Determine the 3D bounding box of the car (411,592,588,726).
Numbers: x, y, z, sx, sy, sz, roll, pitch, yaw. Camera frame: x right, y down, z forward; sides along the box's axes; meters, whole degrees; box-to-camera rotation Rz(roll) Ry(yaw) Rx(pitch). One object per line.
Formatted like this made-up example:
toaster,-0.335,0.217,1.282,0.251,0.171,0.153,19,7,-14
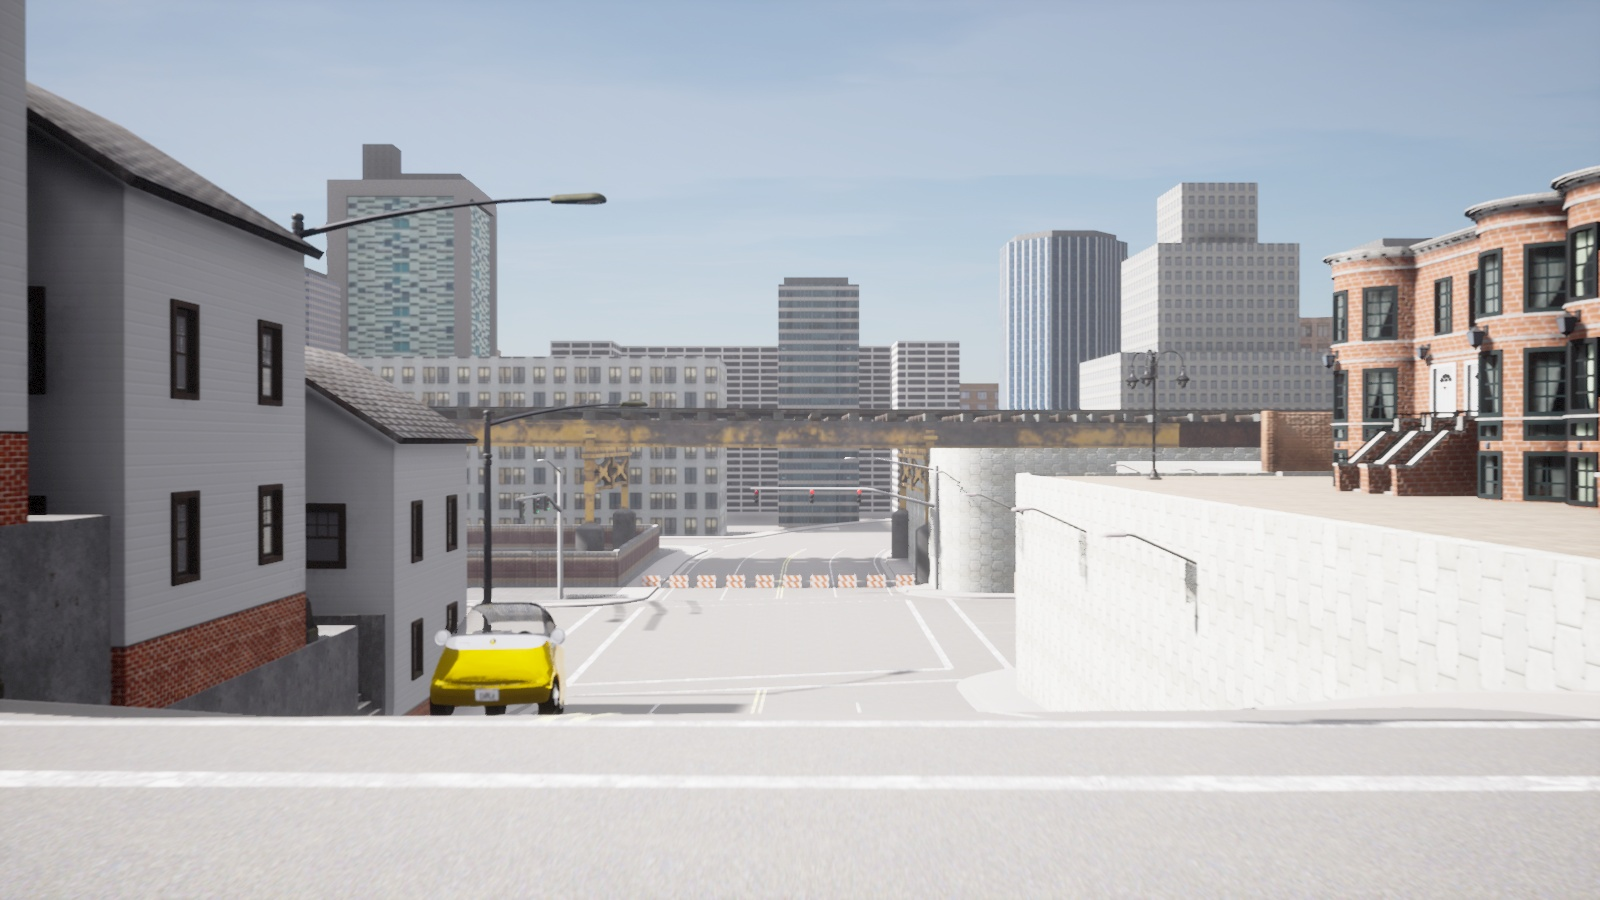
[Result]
car,-3.410,2.480,14.613,1.481,1.376,2.207,-1,-13,0
